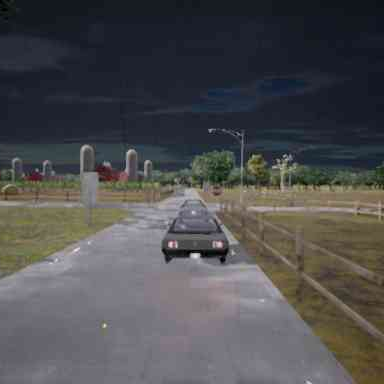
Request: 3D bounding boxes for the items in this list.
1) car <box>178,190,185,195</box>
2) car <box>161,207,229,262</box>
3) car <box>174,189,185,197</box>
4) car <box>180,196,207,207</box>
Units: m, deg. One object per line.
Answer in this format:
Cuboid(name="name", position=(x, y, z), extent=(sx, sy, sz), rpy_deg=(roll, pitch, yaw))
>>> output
Cuboid(name="car", position=(-2.736, 0.089, 87.077), extent=(1.895, 1.301, 4.718), rpy_deg=(0, 1, 0))
Cuboid(name="car", position=(0.105, 1.423, 11.296), extent=(1.895, 1.301, 4.718), rpy_deg=(0, 1, 0))
Cuboid(name="car", position=(-2.739, 0.169, 71.597), extent=(2.097, 1.767, 4.553), rpy_deg=(0, 1, 0))
Cuboid(name="car", position=(0.099, 1.203, 22.720), extent=(1.994, 1.385, 4.181), rpy_deg=(0, 1, 0))
